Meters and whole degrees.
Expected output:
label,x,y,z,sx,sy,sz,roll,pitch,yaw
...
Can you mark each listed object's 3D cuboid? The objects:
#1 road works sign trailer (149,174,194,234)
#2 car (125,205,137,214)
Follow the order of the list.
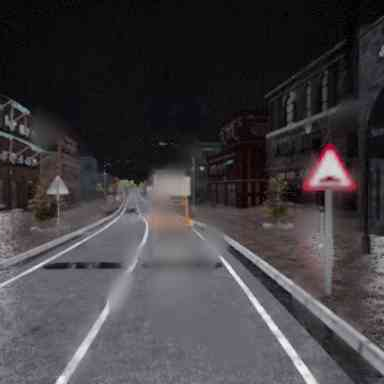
label,x,y,z,sx,sy,sz,roll,pitch,yaw
road works sign trailer,-1.256,0.688,21.037,2.380,3.560,2.880,0,-1,-12
car,-10.577,3.036,57.877,2.033,1.411,5.357,0,-1,-10
